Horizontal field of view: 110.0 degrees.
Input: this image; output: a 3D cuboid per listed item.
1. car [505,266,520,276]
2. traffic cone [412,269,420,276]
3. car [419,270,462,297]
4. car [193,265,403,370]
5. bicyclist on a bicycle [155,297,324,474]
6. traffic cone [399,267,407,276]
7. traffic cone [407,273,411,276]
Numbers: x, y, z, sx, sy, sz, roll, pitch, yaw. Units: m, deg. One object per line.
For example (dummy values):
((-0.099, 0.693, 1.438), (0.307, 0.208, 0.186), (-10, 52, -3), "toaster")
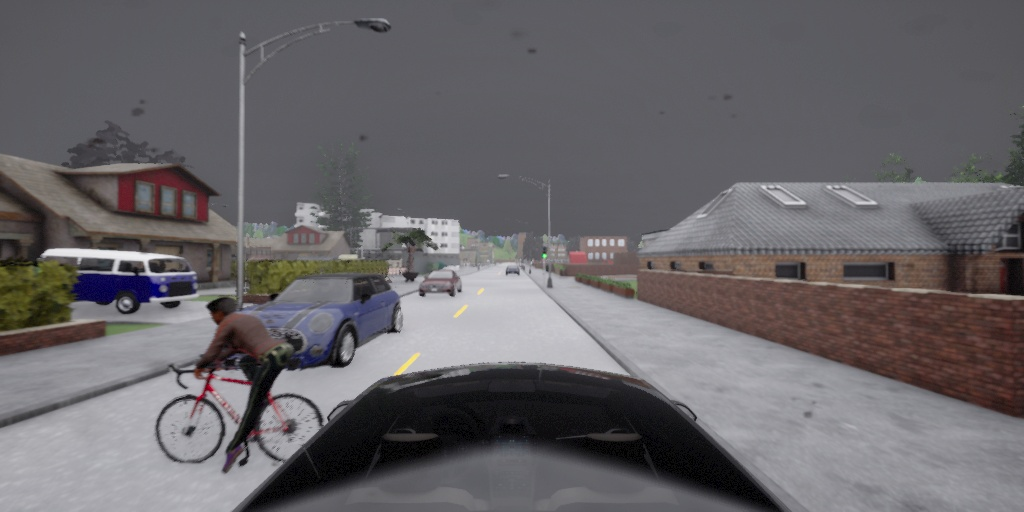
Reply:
((0.086, 1.954, 48.250), (1.895, 1.301, 4.718), (0, -1, 0), "car")
((-14.407, 2.255, 53.625), (0.344, 0.586, 0.344), (0, 0, 0), "traffic cone")
((-4.011, 1.523, 20.842), (1.812, 1.442, 4.674), (0, -1, 0), "car")
((-4.092, 1.185, 8.093), (2.097, 1.767, 4.553), (0, -1, 0), "car")
((-2.661, 1.226, 3.497), (1.656, 1.620, 0.582), (-1, -1, 0), "bicyclist on a bicycle")
((-15.766, 2.213, 52.015), (0.344, 0.586, 0.344), (0, 0, 0), "traffic cone")
((-15.405, 2.217, 52.585), (0.344, 0.586, 0.344), (0, 0, 0), "traffic cone")
